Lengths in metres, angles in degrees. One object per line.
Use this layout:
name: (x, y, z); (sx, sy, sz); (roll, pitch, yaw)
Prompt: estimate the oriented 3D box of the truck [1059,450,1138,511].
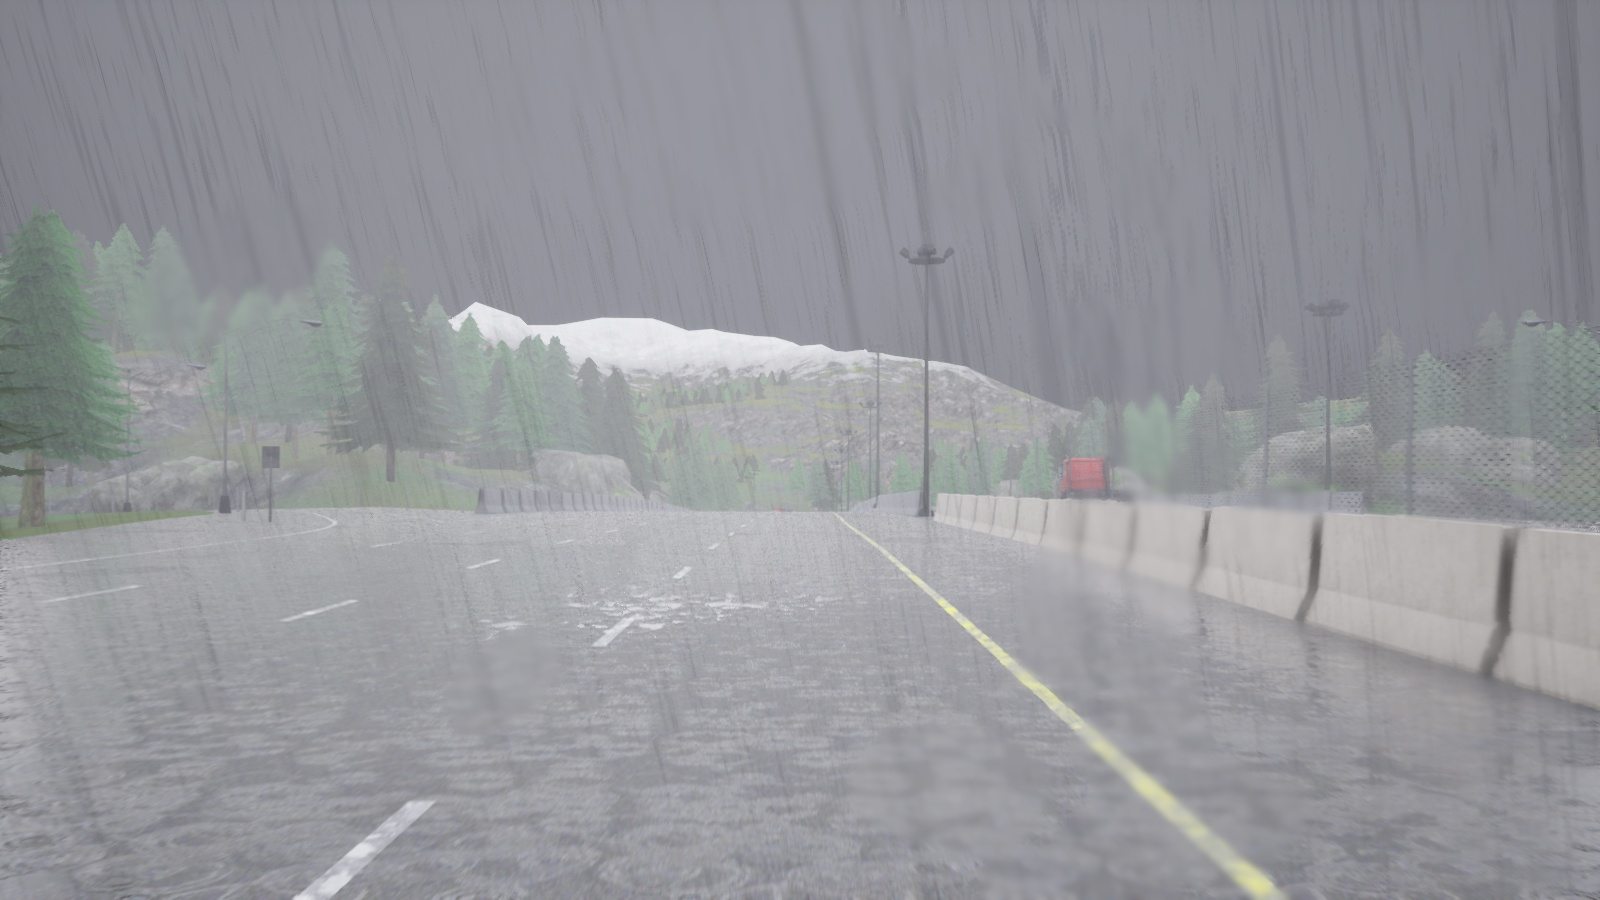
truck: (17.701, 1.908, 74.982); (2.891, 3.462, 7.936); (0, -3, 1)
